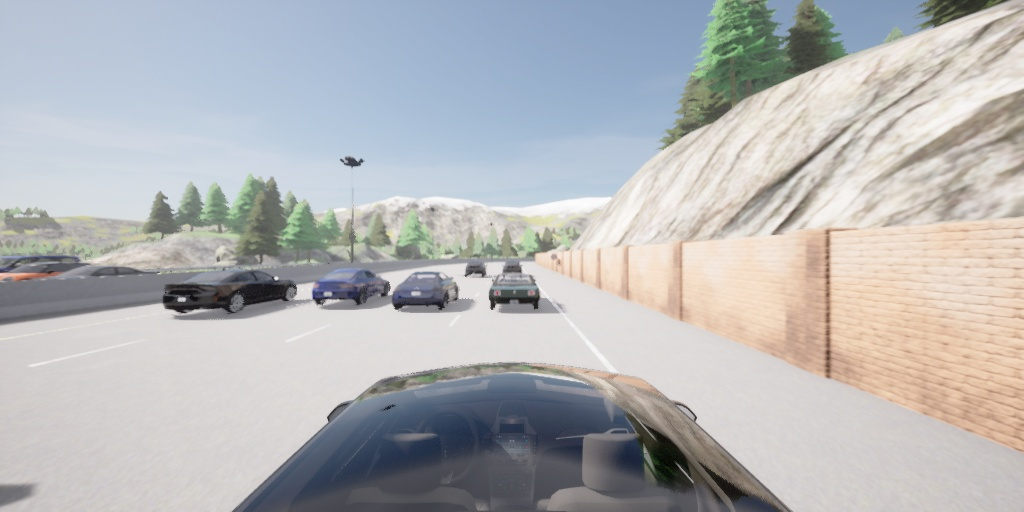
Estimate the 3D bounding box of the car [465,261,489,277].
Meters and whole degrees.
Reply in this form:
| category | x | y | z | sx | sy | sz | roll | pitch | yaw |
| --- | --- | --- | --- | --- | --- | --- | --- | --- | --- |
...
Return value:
| category | x | y | z | sx | sy | sz | roll | pitch | yaw |
| --- | --- | --- | --- | --- | --- | --- | --- | --- | --- |
| car | -3.436 | 1.218 | 34.935 | 1.837 | 1.490 | 4.892 | 0 | 0 | 0 |

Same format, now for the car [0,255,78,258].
| category | x | y | z | sx | sy | sz | roll | pitch | yaw |
| --- | --- | --- | --- | --- | --- | --- | --- | --- | --- |
| car | -28.049 | 0.981 | 20.446 | 2.150 | 2.045 | 5.566 | 0 | 0 | 0 |

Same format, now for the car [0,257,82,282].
| category | x | y | z | sx | sy | sz | roll | pitch | yaw |
| --- | --- | --- | --- | --- | --- | --- | --- | --- | --- |
| car | -24.563 | 1.108 | 18.780 | 2.097 | 1.767 | 4.553 | 0 | 0 | 0 |

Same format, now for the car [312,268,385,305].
| category | x | y | z | sx | sy | sz | roll | pitch | yaw |
| --- | --- | --- | --- | --- | --- | --- | --- | --- | --- |
| car | -6.922 | 1.266 | 15.762 | 1.812 | 1.442 | 4.674 | 0 | 0 | 0 |

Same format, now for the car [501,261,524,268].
| category | x | y | z | sx | sy | sz | roll | pitch | yaw |
| --- | --- | --- | --- | --- | --- | --- | --- | --- | --- |
| car | 0.063 | 1.214 | 34.864 | 1.837 | 1.490 | 4.892 | 0 | 0 | 0 |

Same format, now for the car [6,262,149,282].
| category | x | y | z | sx | sy | sz | roll | pitch | yaw |
| --- | --- | --- | --- | --- | --- | --- | --- | --- | --- |
| car | -21.067 | 1.231 | 18.173 | 1.882 | 1.535 | 5.008 | 0 | 0 | 0 |

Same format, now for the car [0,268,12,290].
| category | x | y | z | sx | sy | sz | roll | pitch | yaw |
| --- | --- | --- | --- | --- | --- | --- | --- | --- | --- |
| car | -31.556 | 1.364 | 19.583 | 1.895 | 1.301 | 4.718 | 0 | 0 | 0 |

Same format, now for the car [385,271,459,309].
| category | x | y | z | sx | sy | sz | roll | pitch | yaw |
| --- | --- | --- | --- | --- | --- | --- | --- | --- | --- |
| car | -3.414 | 1.301 | 14.775 | 1.994 | 1.385 | 4.181 | 0 | 0 | 0 |

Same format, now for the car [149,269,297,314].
| category | x | y | z | sx | sy | sz | roll | pitch | yaw |
| --- | --- | --- | --- | --- | --- | --- | --- | --- | --- |
| car | -10.411 | 1.224 | 13.780 | 1.882 | 1.535 | 5.008 | 0 | 0 | 0 |

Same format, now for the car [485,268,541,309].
| category | x | y | z | sx | sy | sz | roll | pitch | yaw |
| --- | --- | --- | --- | --- | --- | --- | --- | --- | --- |
| car | 0.087 | 1.334 | 14.862 | 1.895 | 1.301 | 4.718 | 0 | 0 | 0 |
